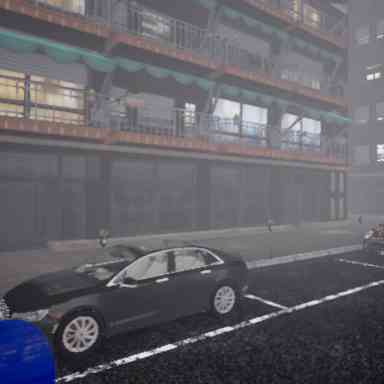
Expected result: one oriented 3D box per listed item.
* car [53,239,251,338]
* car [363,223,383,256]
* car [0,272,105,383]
[{"bbox_3d":[-0.887,1.572,5.928,4.403,1.369,2.008,1,0,-36],"label":"car"},{"bbox_3d":[8.131,1.557,12.363,4.097,1.590,1.967,1,0,-36],"label":"car"},{"bbox_3d":[-3.094,1.462,1.172,5.008,1.535,1.882,1,0,-36],"label":"car"}]
